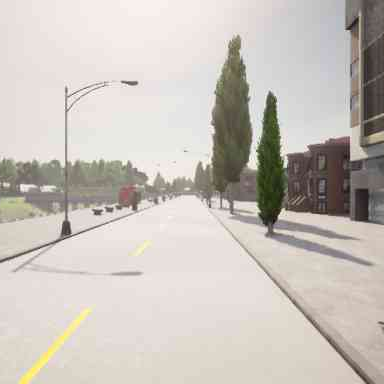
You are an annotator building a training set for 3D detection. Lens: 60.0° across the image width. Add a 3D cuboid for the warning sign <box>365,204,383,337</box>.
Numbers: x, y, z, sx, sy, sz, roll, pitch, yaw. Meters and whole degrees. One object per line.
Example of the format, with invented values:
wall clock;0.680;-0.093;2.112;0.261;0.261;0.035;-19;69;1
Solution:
warning sign;3.350;1.112;4.650;1.300;1.860;1.060;0;0;0
